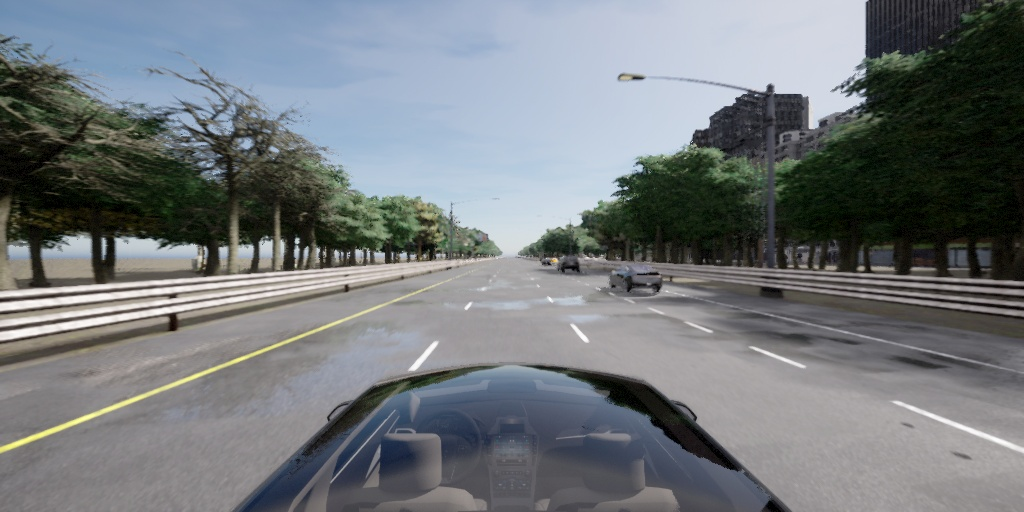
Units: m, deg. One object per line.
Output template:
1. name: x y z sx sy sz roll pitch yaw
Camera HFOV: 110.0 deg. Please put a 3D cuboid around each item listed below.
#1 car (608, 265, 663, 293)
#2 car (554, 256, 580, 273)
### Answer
1. car: 7.007 1.249 20.767 2.128 1.511 4.902 0 0 0
2. car: 7.019 0.986 44.818 2.150 2.045 5.566 0 0 0
